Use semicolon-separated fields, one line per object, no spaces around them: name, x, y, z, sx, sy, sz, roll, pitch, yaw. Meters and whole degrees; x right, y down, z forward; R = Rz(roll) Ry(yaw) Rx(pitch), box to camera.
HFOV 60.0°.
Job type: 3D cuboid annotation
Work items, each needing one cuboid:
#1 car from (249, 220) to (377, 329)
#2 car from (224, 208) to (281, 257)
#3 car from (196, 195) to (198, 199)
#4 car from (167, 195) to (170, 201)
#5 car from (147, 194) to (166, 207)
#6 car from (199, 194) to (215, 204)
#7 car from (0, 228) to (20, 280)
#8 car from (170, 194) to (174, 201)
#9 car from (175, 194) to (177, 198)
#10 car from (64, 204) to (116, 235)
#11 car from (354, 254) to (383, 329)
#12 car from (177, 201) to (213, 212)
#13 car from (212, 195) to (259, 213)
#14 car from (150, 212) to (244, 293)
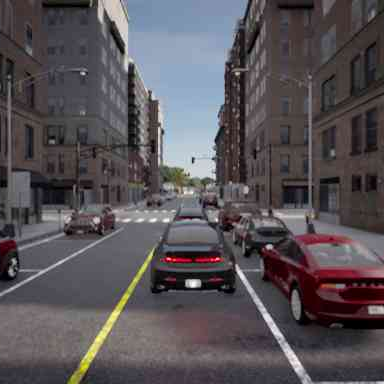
car;2.603;1.536;6.949;1.887;1.381;4.507;0;0;0
car;2.572;1.535;12.631;2.008;1.369;4.403;0;0;0
car;2.348;1.235;61.880;2.192;1.841;5.009;0;0;0
car;-5.753;1.471;61.834;2.008;1.369;4.403;0;0;0
car;-5.697;1.250;50.826;2.192;1.841;5.009;0;0;0
car;2.453;1.257;45.369;2.192;1.841;5.009;0;0;0
car;-5.422;1.431;6.903;1.967;1.590;4.097;0;0;0
car;-5.838;1.442;78.345;1.887;1.381;4.507;0;0;0
car;-5.895;1.434;89.352;2.008;1.369;4.403;0;0;0
car;-5.485;1.417;18.267;1.967;1.590;4.097;0;0;0
car;2.635;1.438;1.266;1.967;1.590;4.097;0;0;0
car;-0.036;1.482;18.189;1.837;1.490;4.892;0;0;0
car;2.540;1.292;18.313;2.192;1.841;5.009;0;0;0
car;0.024;1.494;8.773;1.837;1.490;4.892;0;0;0
